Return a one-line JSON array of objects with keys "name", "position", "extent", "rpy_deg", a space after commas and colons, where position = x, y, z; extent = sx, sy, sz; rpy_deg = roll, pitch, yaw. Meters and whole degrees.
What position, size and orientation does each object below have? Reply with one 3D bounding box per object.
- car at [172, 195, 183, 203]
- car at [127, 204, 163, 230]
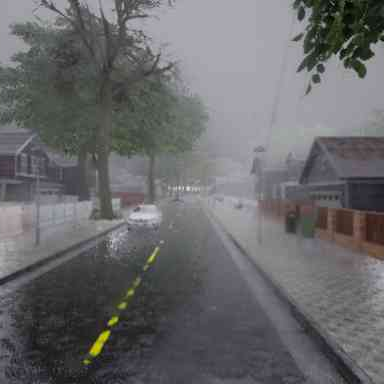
[{"name": "car", "position": [-2.742, 1.315, 64.415], "extent": [2.097, 1.767, 4.553], "rpy_deg": [0, 0, 0]}, {"name": "car", "position": [-2.859, 1.520, 20.990], "extent": [1.812, 1.442, 4.674], "rpy_deg": [0, 0, 0]}]
